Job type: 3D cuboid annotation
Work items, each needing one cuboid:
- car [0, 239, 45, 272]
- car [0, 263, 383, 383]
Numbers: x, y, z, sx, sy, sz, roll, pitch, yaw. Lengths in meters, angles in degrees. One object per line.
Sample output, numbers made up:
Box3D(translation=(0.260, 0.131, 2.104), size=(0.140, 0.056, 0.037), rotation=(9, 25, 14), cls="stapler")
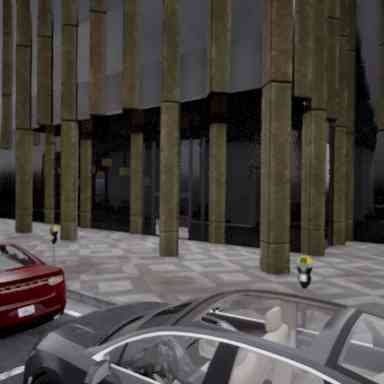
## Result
Box3D(translation=(-4.079, 1.464, 5.837), size=(4.507, 1.381, 1.887), rotation=(1, 1, 35), cls="car")
Box3D(translation=(0.362, 1.537, 2.700), size=(4.403, 1.369, 2.008), rotation=(1, 1, 35), cls="car")
